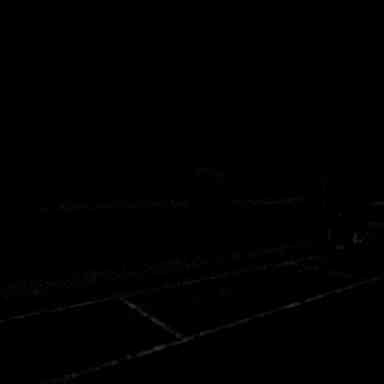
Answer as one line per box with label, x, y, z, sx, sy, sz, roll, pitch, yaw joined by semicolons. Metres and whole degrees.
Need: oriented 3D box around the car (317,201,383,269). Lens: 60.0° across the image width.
car;6.294;1.248;11.037;5.009;1.841;2.192;0;0;-36
